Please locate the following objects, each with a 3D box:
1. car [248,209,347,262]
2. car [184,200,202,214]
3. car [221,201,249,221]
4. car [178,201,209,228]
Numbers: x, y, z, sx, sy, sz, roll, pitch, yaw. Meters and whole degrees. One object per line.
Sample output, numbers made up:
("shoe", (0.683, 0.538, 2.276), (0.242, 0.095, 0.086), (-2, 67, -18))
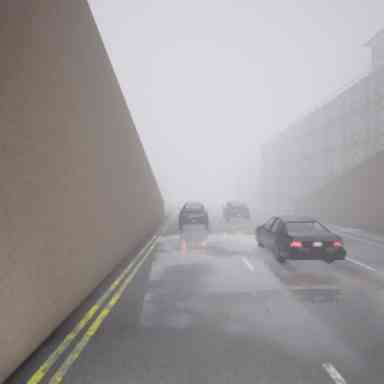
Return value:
("car", (3.606, 1.558, 12.065), (2.033, 1.411, 5.357), (0, 0, 0))
("car", (0.086, 1.637, 37.313), (1.895, 1.301, 4.718), (0, 0, 0))
("car", (3.610, 1.532, 27.705), (1.837, 1.490, 4.892), (0, 0, 0))
("car", (0.108, 1.513, 22.125), (2.128, 1.511, 4.902), (0, 0, 0))
